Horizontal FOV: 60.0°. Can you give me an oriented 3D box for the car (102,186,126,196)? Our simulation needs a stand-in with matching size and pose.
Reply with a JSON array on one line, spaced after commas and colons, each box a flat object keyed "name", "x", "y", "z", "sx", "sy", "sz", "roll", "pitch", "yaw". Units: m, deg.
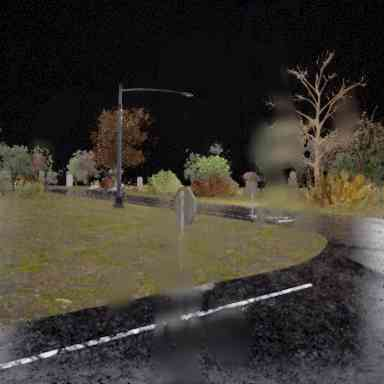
[{"name": "car", "x": -11.968, "y": -0.178, "z": 52.126, "sx": 1.812, "sy": 1.442, "sz": 4.674, "roll": 0, "pitch": 2, "yaw": -36}]

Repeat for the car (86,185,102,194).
[{"name": "car", "x": -17.559, "y": -0.487, "z": 59.921, "sx": 1.812, "sy": 1.442, "sz": 4.674, "roll": 0, "pitch": 2, "yaw": -36}]
